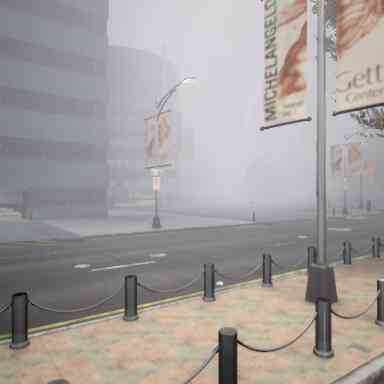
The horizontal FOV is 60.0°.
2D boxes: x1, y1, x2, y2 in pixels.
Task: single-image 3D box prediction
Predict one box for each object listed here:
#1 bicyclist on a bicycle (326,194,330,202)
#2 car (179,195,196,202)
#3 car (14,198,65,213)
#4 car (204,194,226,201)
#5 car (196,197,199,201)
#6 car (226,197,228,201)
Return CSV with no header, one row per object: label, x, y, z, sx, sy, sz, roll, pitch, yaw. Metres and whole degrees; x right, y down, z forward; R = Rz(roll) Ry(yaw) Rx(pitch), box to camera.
bicyclist on a bicycle,28.535,1.298,69.691,1.656,1.620,0.582,0,0,-36
car,-2.059,1.541,75.740,4.181,1.385,1.994,0,0,30
car,-14.564,1.317,32.114,4.674,1.452,2.002,0,0,-36
car,5.087,1.336,79.572,4.553,1.767,2.097,0,0,33
car,-0.684,1.518,78.977,4.902,1.511,2.128,0,0,30
car,6.936,1.533,82.547,4.181,1.385,1.994,0,0,33
